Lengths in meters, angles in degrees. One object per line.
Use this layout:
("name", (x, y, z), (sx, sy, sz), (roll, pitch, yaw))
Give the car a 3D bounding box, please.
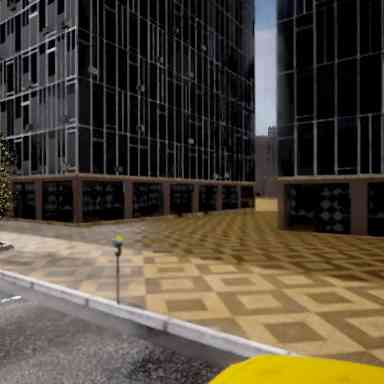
("car", (2.006, 1.528, 1.451), (4.829, 1.417, 1.752), (0, 0, 36))
